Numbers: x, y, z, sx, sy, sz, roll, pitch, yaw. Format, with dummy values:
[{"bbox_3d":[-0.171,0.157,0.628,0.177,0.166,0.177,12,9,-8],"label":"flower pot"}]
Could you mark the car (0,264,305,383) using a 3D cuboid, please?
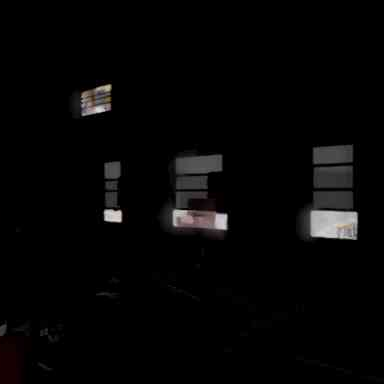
[{"bbox_3d":[-0.971,1.608,3.558,4.206,1.307,1.802,-1,0,35],"label":"car"}]
